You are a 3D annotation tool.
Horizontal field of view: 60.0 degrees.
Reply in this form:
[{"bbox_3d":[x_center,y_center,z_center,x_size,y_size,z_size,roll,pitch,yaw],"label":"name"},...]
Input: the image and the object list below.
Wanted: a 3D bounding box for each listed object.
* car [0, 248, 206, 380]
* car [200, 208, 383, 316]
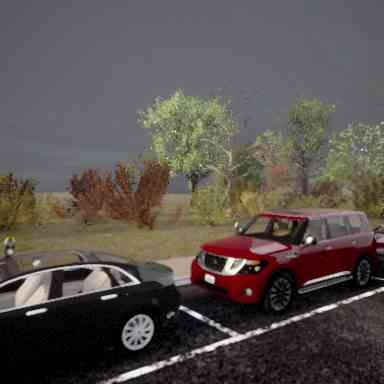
[{"bbox_3d":[-2.216,1.554,4.508,4.403,1.369,2.008,0,0,-35],"label":"car"},{"bbox_3d":[2.391,1.347,7.786,5.009,1.841,2.192,0,0,-35],"label":"car"}]
